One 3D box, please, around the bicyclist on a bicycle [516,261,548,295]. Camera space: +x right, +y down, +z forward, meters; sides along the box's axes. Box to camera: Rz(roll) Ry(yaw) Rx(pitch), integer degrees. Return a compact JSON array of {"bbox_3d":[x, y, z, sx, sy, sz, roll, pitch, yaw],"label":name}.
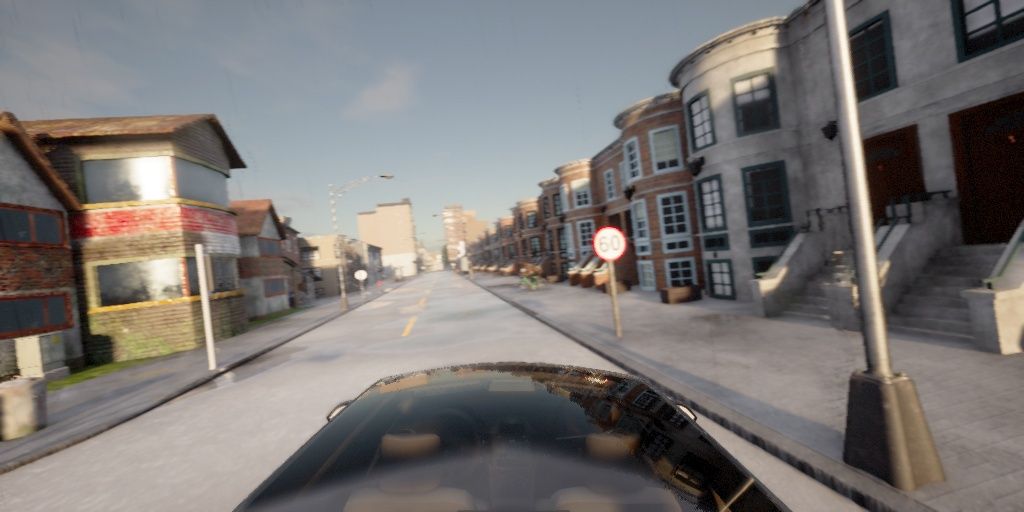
[{"bbox_3d":[0.922,1.039,17.673,1.656,1.620,0.582,-7,0,-11],"label":"bicyclist on a bicycle"}]
